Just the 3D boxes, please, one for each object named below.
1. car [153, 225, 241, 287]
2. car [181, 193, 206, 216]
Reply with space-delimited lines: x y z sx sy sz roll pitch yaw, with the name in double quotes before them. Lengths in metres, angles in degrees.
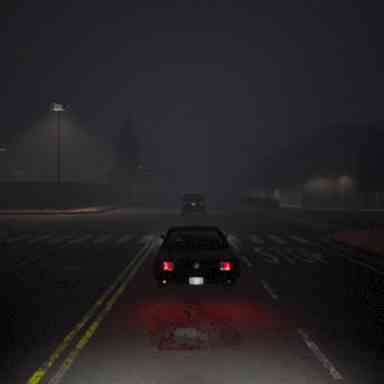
"car" 0.052 1.578 9.214 1.895 1.301 4.718 0 0 -1
"car" 0.147 1.147 31.310 2.150 2.045 5.566 0 0 0
